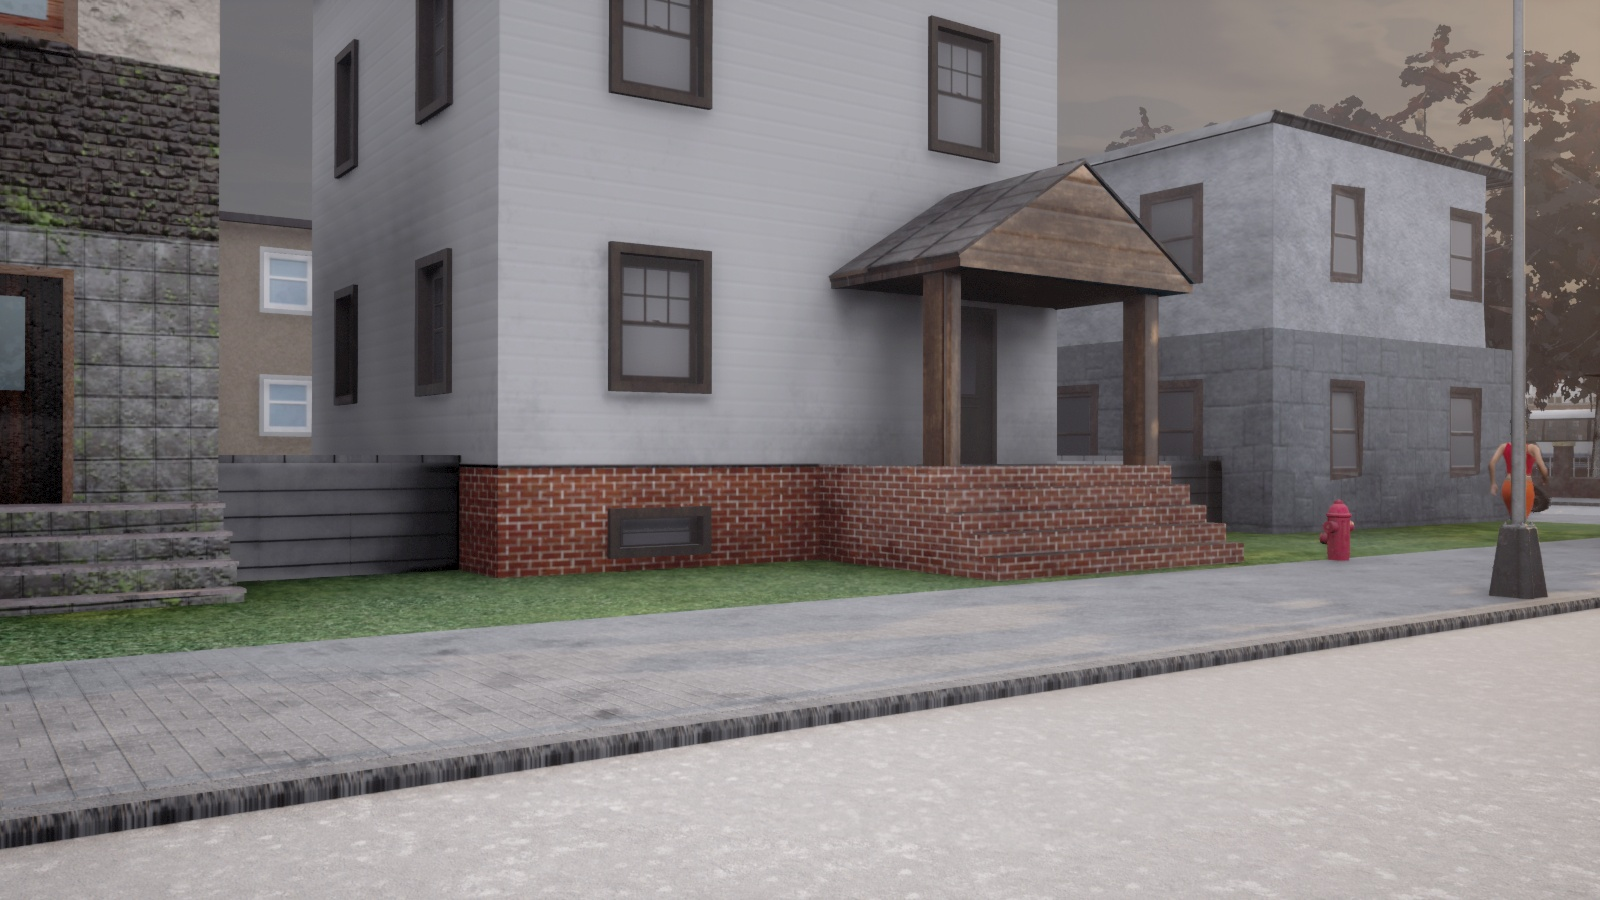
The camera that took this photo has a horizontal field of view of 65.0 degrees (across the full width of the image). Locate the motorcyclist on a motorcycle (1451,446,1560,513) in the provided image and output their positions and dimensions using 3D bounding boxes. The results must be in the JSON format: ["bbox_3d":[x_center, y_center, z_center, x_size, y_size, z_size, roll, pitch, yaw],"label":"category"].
[{"bbox_3d":[18.148,0.736,32.376,0.766,1.649,2.350,0,0,-35],"label":"motorcyclist on a motorcycle"}]

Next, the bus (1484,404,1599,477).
[{"bbox_3d":[47.707,-0.547,76.169,3.944,4.253,10.273,0,0,-34],"label":"bus"}]

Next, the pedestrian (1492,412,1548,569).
[{"bbox_3d":[8.616,0.473,15.027,0.594,1.836,0.345,0,0,-34],"label":"pedestrian"}]
